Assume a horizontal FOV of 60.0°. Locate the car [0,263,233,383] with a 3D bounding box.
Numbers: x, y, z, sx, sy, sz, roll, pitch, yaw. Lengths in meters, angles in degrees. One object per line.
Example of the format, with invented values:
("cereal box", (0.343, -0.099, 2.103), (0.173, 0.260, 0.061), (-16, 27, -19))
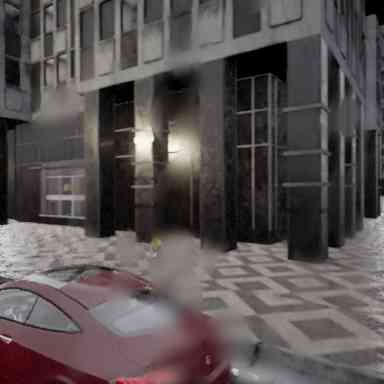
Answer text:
("car", (-1.562, 1.555, 3.989), (4.206, 1.307, 1.802), (0, 0, 33))
